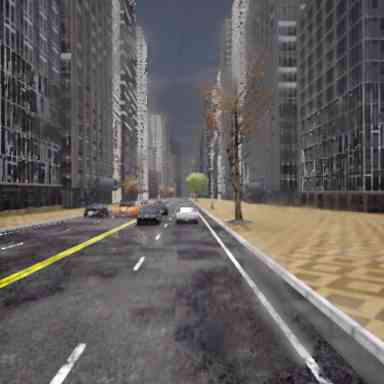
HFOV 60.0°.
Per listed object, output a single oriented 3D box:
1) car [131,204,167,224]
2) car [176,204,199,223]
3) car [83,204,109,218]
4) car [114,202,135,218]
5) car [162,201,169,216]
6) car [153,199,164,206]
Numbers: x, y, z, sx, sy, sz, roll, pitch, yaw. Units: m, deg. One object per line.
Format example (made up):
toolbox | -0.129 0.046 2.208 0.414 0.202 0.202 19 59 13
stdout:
car | -3.594 1.953 28.536 2.033 1.411 5.357 0 -1 -1
car | -0.410 1.995 29.397 1.895 1.301 4.718 0 -1 -1
car | -10.440 2.053 36.577 2.128 1.511 4.902 0 -1 -1
car | -7.192 1.892 36.710 2.097 1.767 4.553 0 -1 -1
car | -3.799 2.119 39.704 1.994 1.385 4.181 0 -1 -1
car | -7.802 2.406 77.712 1.994 1.385 4.181 0 -1 -1
